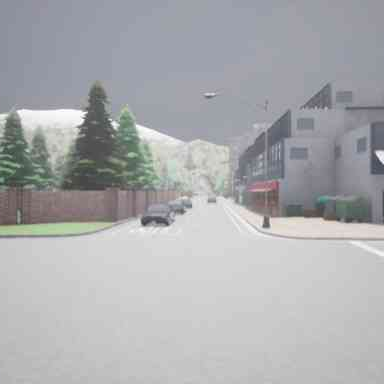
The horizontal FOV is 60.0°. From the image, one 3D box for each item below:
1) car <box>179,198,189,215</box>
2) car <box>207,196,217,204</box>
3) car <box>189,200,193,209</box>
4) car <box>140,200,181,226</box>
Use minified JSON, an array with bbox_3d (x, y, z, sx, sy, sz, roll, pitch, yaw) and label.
[{"bbox_3d":[-1.646,1.515,34.152,1.812,1.442,4.674,0,0,4],"label":"car"},{"bbox_3d":[3.932,1.526,65.670,2.033,1.411,5.357,0,0,3],"label":"car"},{"bbox_3d":[-0.992,1.549,44.872,1.994,1.385,4.181,0,0,4],"label":"car"},{"bbox_3d":[-2.276,1.540,23.578,2.033,1.411,5.357,0,0,3],"label":"car"}]
